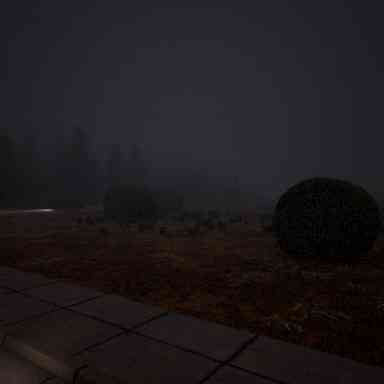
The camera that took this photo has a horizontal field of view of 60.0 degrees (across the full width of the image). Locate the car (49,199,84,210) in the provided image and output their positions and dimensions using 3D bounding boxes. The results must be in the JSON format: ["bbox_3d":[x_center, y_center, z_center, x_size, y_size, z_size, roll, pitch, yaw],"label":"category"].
[{"bbox_3d":[-16.201,1.555,43.091,1.994,1.385,4.181,0,0,37],"label":"car"}]
